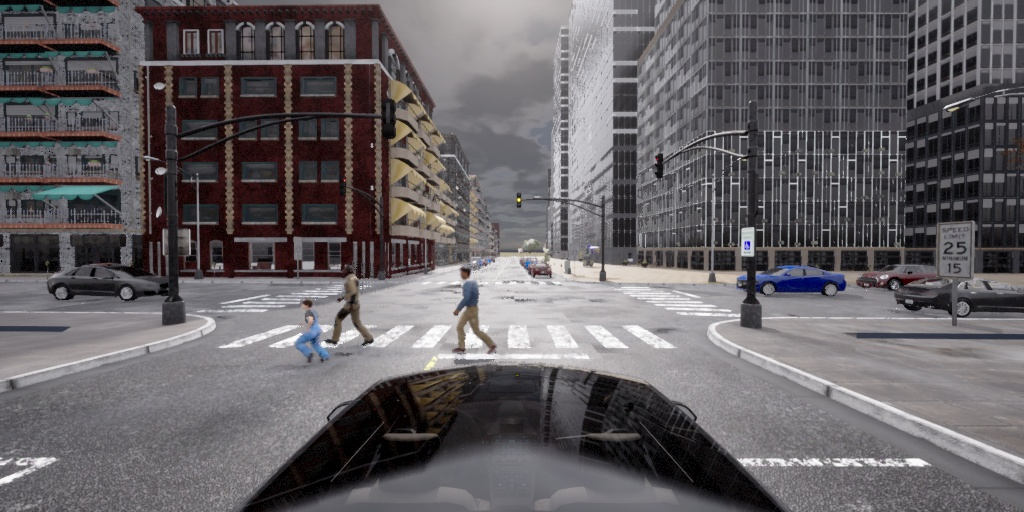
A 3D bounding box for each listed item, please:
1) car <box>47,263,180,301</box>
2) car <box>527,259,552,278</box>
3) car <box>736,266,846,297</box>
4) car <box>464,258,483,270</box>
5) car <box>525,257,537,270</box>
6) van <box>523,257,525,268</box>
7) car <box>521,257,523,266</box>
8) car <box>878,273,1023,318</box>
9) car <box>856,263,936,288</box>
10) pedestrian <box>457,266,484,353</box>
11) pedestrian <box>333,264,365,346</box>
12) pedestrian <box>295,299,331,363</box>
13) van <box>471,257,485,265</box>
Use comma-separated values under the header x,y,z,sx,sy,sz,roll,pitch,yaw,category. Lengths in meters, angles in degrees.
x,y,z,sx,sy,sz,roll,pitch,yaw,category
-18.060,1.193,16.368,4.892,1.490,1.837,1,1,1,car
2.724,1.270,33.447,1.888,1.381,4.507,0,0,0,car
14.681,1.269,19.056,5.008,1.535,1.882,0,1,2,car
-5.588,1.267,50.370,1.948,1.339,4.313,0,0,0,car
2.736,1.157,39.093,1.967,1.591,4.097,0,0,0,car
2.760,1.042,50.385,1.690,1.789,3.998,0,0,0,van
2.772,1.237,56.031,1.888,1.381,4.507,0,0,0,car
16.739,1.445,13.111,4.403,1.370,2.007,0,0,1,car
23.416,1.229,21.644,4.097,1.591,1.967,0,0,1,car
-0.834,1.042,7.200,0.375,1.860,0.375,-1,1,0,pedestrian
-3.551,1.042,7.805,0.375,1.860,0.375,-1,1,0,pedestrian
-3.673,1.322,6.608,0.375,1.300,0.375,-1,1,0,pedestrian
-5.577,1.033,56.016,1.690,1.789,3.998,0,0,0,van
